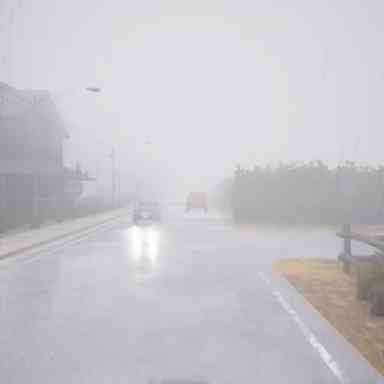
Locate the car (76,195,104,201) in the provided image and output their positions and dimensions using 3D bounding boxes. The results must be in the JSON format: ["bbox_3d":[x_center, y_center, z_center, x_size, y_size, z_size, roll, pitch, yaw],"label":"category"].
[{"bbox_3d":[-15.499,1.214,50.441,4.181,1.385,1.994,0,0,0],"label":"car"}]

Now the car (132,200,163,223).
[{"bbox_3d":[-3.168,1.341,24.114,2.128,1.511,4.902,0,0,-3],"label":"car"}]

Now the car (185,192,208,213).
[{"bbox_3d":[0.507,1.011,34.569,2.150,2.045,5.566,0,0,1],"label":"car"}]
